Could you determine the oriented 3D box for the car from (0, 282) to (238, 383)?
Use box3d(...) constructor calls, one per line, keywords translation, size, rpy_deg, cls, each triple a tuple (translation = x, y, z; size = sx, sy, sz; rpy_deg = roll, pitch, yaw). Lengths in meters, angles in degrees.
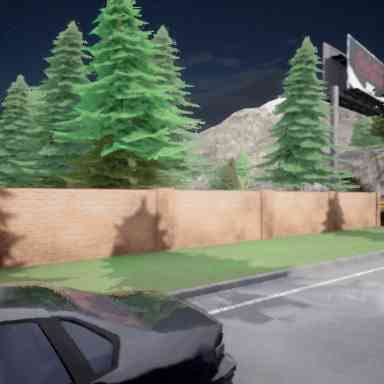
box3d(translation=(-2.115, 1.545, 2.471), size=(5.357, 1.411, 2.033), rpy_deg=(1, 0, -35), cls="car")
